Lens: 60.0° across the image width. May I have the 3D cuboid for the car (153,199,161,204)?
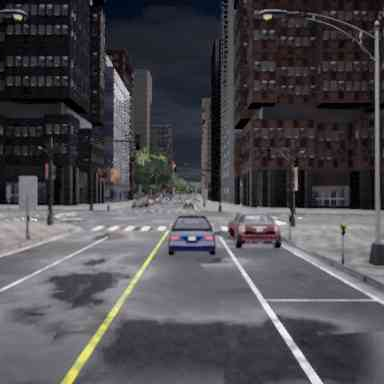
[{"bbox_3d":[-9.348,2.510,89.381,1.802,1.307,4.206,0,-1,0],"label":"car"}]

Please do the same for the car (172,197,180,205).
[{"bbox_3d":[-3.534,2.420,81.807,1.895,1.301,4.718,0,-1,0],"label":"car"}]

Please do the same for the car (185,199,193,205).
[{"bbox_3d":[-0.753,2.343,78.578,1.887,1.381,4.507,0,-1,0],"label":"car"}]

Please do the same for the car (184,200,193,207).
[{"bbox_3d":[-0.683,2.252,67.729,1.802,1.307,4.206,0,-1,0],"label":"car"}]

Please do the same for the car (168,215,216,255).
[{"bbox_3d":[-0.002,1.680,13.989,2.033,1.411,5.357,0,-1,0],"label":"car"}]

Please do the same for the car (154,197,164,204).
[{"bbox_3d":[-9.384,2.309,94.809,2.192,1.841,5.009,0,-1,0],"label":"car"}]

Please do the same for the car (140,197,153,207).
[{"bbox_3d":[-9.173,1.921,62.256,2.192,1.841,5.009,0,-1,0],"label":"car"}]

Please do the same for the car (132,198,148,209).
[{"bbox_3d":[-9.137,2.109,56.828,1.947,1.339,4.313,0,-1,0],"label":"car"}]

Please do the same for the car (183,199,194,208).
[{"bbox_3d":[-0.648,2.047,62.306,1.967,1.590,4.097,0,-1,0],"label":"car"}]

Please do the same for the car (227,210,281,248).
[{"bbox_3d":[2.758,1.587,15.491,1.967,1.590,4.097,0,-1,0],"label":"car"}]

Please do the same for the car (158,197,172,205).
[{"bbox_3d":[-6.522,2.407,80.064,1.895,1.301,4.718,0,-1,0],"label":"car"}]

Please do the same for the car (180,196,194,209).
[{"bbox_3d":[-0.613,1.984,56.882,1.967,1.590,4.097,0,-1,0],"label":"car"}]

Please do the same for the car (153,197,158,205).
[{"bbox_3d":[-9.242,2.257,72.935,1.752,1.417,4.829,0,-1,0],"label":"car"}]
